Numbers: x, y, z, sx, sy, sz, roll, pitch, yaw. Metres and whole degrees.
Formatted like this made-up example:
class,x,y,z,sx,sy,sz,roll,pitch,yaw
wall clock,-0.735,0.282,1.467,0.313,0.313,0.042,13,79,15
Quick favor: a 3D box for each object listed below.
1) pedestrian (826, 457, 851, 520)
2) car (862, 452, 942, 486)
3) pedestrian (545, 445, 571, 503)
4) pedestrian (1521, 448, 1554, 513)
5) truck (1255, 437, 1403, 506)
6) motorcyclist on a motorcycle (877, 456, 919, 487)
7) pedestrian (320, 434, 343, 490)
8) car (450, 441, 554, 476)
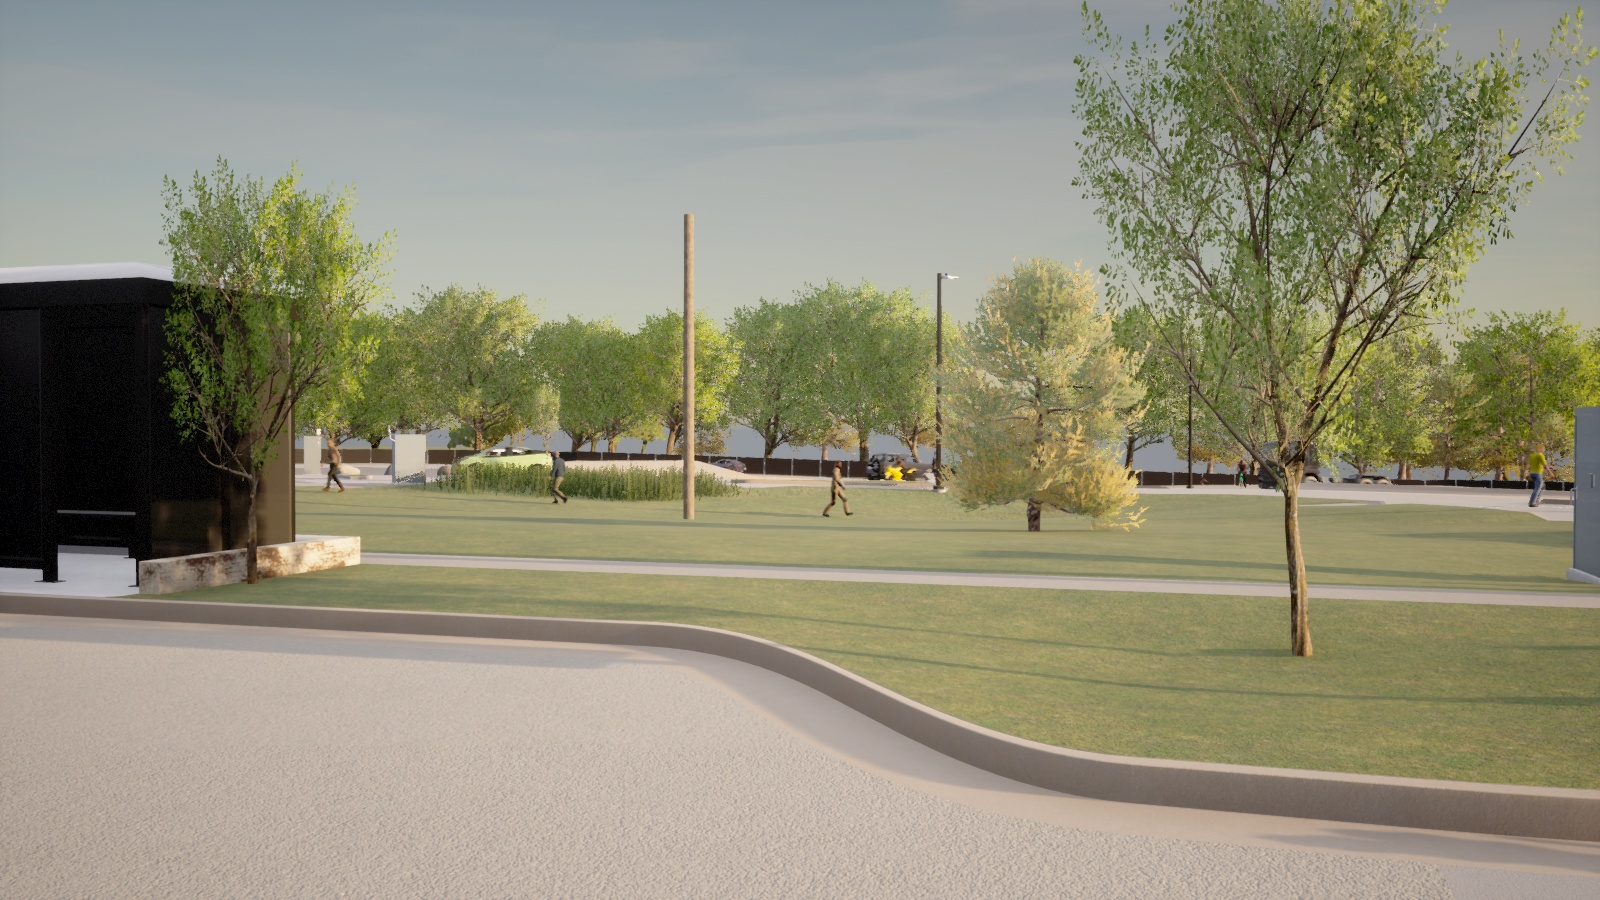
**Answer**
class,x,y,z,sx,sy,sz,roll,pitch,yaw
pedestrian,1.198,1.185,39.144,0.692,1.930,0.396,1,1,13
car,6.131,1.142,75.089,4.605,1.855,1.932,3,-3,-37
pedestrian,-7.854,0.779,40.707,0.726,1.842,0.402,1,1,20
pedestrian,21.027,0.860,35.809,0.706,1.836,0.354,1,1,1
truck,31.404,1.355,74.622,7.936,3.462,2.891,3,-7,-15
motorcyclist on a motorcycle,5.163,1.141,65.928,2.044,1.523,0.797,3,-3,-26
pedestrian,-15.709,0.403,42.140,0.331,1.846,0.634,1,1,43
car,-13.999,0.404,58.953,4.514,1.525,2.007,1,1,-20
